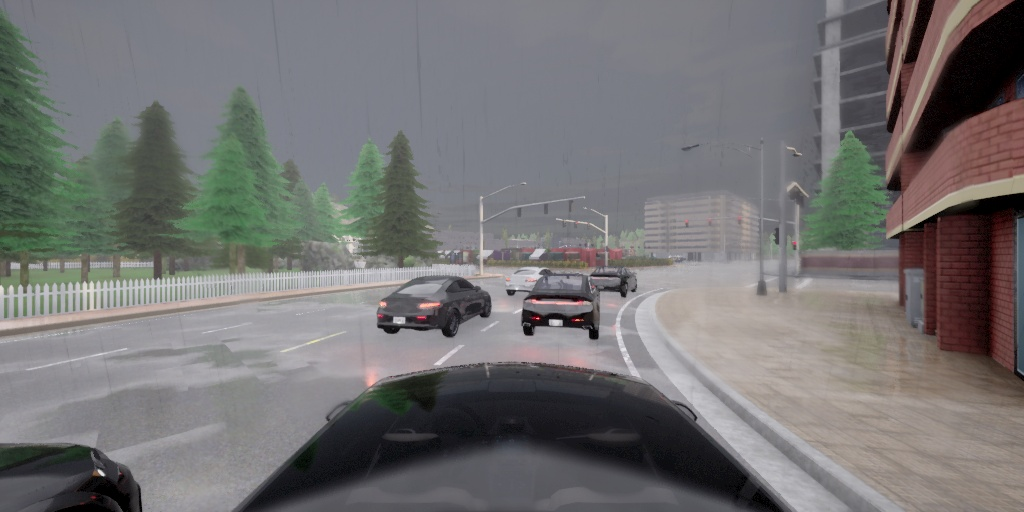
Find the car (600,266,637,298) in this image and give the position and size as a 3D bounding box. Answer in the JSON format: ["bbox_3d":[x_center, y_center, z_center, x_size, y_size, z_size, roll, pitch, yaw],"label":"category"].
[{"bbox_3d":[5.320,1.242,18.788,2.128,1.511,4.902,0,0,28],"label":"car"}]

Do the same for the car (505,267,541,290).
[{"bbox_3d":[1.243,1.276,18.796,1.812,1.442,4.674,0,0,26],"label":"car"}]

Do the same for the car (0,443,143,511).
[{"bbox_3d":[-3.170,1.314,0.387,1.994,1.385,4.181,0,0,-2],"label":"car"}]

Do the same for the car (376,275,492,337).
[{"bbox_3d":[-1.999,1.276,10.294,1.812,1.442,4.674,0,0,13],"label":"car"}]

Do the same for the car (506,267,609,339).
[{"bbox_3d":[1.549,1.242,10.167,2.128,1.511,4.902,0,0,14],"label":"car"}]
